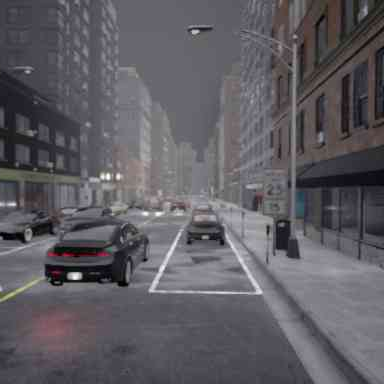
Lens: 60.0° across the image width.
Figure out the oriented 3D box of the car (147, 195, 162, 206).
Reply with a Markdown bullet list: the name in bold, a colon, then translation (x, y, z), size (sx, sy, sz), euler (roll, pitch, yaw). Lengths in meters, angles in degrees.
- **car**: translation (-6.851, 1.480, 61.190), size (2.192, 1.841, 5.009), euler (0, 0, 1)

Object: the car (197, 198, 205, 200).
- **car**: translation (1.134, 1.679, 38.340), size (1.887, 1.381, 4.507), euler (0, 0, 1)

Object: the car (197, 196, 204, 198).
- **car**: translation (1.402, 1.750, 49.660), size (1.947, 1.339, 4.313), euler (0, 0, 1)

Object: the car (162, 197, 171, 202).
- **car**: translation (-6.313, 1.853, 83.833), size (1.887, 1.381, 4.507), euler (0, 0, 1)

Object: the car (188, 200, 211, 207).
- **car**: translation (0.865, 1.639, 27.020), size (1.887, 1.381, 4.507), euler (0, 0, 1)

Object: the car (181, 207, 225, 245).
- **car**: translation (0.596, 1.616, 15.699), size (2.008, 1.369, 4.403), euler (0, 0, 1)

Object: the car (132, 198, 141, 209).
- **car**: translation (-7.254, 1.643, 44.207), size (1.947, 1.339, 4.313), euler (0, 0, 1)

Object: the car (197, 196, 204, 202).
- **car**: translation (2.477, 1.909, 94.945), size (1.967, 1.590, 4.097), euler (0, 0, 1)

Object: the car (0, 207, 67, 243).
- **car**: translation (-7.927, 1.550, 15.904), size (1.947, 1.339, 4.313), euler (0, 0, 1)

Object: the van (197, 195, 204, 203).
- **van**: translation (2.208, 1.730, 83.625), size (1.690, 1.788, 3.998), euler (0, 0, 1)

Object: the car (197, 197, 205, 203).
- **car**: translation (2.074, 1.917, 77.962), size (1.947, 1.339, 4.313), euler (0, 0, 1)

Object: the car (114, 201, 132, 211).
- **car**: translation (-7.525, 1.557, 32.717), size (1.752, 1.417, 4.829), euler (0, 0, 1)

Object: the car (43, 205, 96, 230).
- **car**: translation (-7.792, 1.580, 21.565), size (1.802, 1.307, 4.206), euler (0, 0, 1)

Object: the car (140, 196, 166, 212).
- **car**: translation (-4.700, 1.613, 40.714), size (1.812, 1.442, 4.674), euler (1, 0, 2)

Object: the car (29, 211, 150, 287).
- **car**: translation (-2.407, 1.528, 9.421), size (1.837, 1.490, 4.892), euler (1, 0, 1)

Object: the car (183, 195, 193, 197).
- **car**: translation (-1.417, 1.516, 50.883), size (2.097, 1.767, 4.553), euler (1, 0, 2)

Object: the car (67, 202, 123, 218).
- **car**: translation (-5.311, 1.518, 17.648), size (1.837, 1.490, 4.892), euler (1, 0, 1)

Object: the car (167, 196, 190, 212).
- **car**: translation (-1.610, 1.621, 40.501), size (1.837, 1.490, 4.892), euler (1, 0, 2)

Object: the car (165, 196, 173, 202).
- **car**: translation (-6.179, 1.892, 89.495), size (1.887, 1.381, 4.507), euler (0, 0, 1)
